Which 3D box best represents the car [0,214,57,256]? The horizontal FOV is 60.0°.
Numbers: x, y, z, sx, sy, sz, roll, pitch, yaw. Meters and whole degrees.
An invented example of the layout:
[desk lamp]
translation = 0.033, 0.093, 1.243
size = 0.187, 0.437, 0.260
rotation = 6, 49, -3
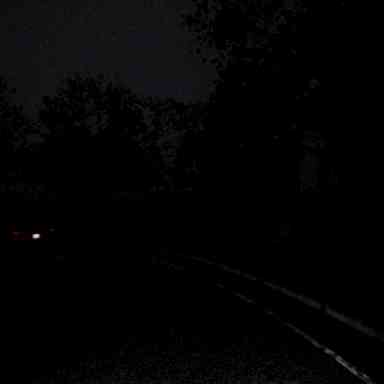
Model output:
[car]
translation = -7.332, 1.598, 13.394
size = 4.181, 1.385, 1.994
rotation = 0, 0, 36
